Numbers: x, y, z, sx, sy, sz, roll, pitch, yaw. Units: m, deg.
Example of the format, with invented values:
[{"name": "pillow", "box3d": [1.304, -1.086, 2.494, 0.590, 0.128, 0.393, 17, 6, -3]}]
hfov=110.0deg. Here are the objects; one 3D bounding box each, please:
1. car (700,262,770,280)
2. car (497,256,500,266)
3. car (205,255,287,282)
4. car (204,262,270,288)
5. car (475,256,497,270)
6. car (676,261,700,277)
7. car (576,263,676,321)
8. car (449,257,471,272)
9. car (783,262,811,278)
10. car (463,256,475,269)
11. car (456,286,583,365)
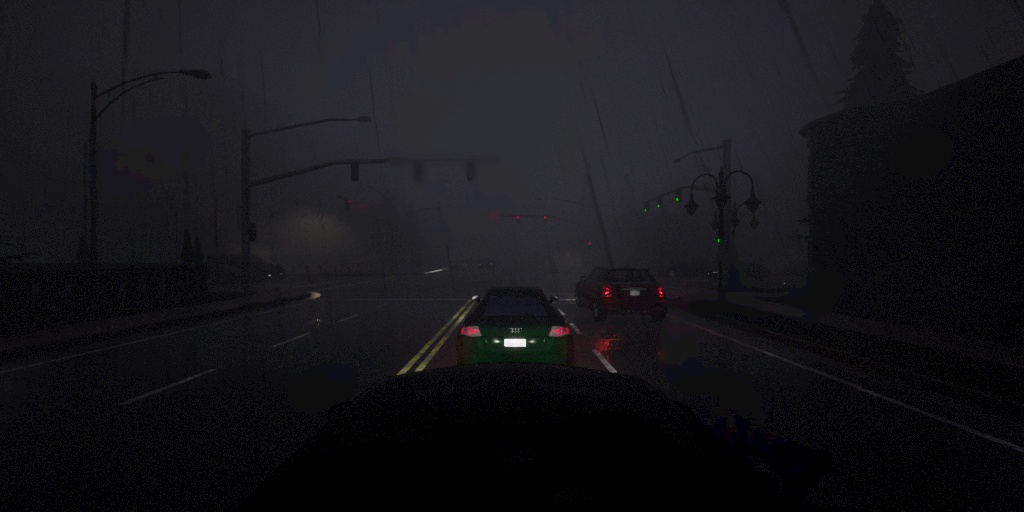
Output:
[{"name": "car", "box3d": [18.948, 1.255, 30.197, 4.892, 1.490, 1.837, 0, 0, -1]}, {"name": "car", "box3d": [-3.595, 1.240, 59.776, 2.128, 1.511, 4.902, 0, 0, 0]}, {"name": "car", "box3d": [-20.012, 0.971, 26.813, 5.566, 2.045, 2.150, 0, 0, 0]}, {"name": "car", "box3d": [-18.891, 1.276, 23.330, 4.674, 1.442, 1.812, 0, 0, 0]}, {"name": "car", "box3d": [-3.605, 1.102, 50.733, 2.097, 1.767, 4.553, 0, 0, 0]}, {"name": "car", "box3d": [16.186, 1.228, 33.636, 5.008, 1.535, 1.882, 0, 0, -2]}, {"name": "car", "box3d": [3.579, 1.102, 12.570, 2.097, 1.767, 4.553, 0, 0, 0]}, {"name": "car", "box3d": [-7.110, 1.227, 47.797, 1.882, 1.535, 5.008, 0, 0, 0]}, {"name": "car", "box3d": [28.395, 1.277, 34.076, 4.674, 1.442, 1.812, -1, 0, -7]}, {"name": "car", "box3d": [-7.100, 1.242, 58.286, 2.128, 1.511, 4.902, 0, 0, 0]}, {"name": "car", "box3d": [0.063, 1.314, 7.558, 1.994, 1.385, 4.181, 0, 0, 0]}]
